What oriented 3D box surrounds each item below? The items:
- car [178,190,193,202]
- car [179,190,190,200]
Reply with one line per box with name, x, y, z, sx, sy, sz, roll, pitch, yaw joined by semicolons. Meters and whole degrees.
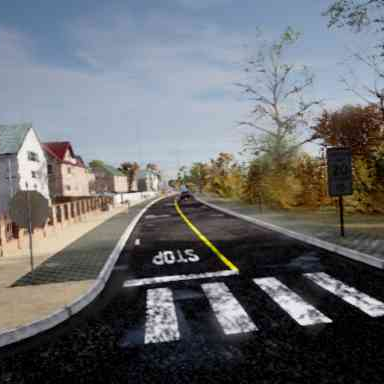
car;-0.941;0.572;47.568;1.837;1.490;4.892;-4;1;-3
car;-1.342;0.432;57.551;1.812;1.442;4.674;-4;1;-2
